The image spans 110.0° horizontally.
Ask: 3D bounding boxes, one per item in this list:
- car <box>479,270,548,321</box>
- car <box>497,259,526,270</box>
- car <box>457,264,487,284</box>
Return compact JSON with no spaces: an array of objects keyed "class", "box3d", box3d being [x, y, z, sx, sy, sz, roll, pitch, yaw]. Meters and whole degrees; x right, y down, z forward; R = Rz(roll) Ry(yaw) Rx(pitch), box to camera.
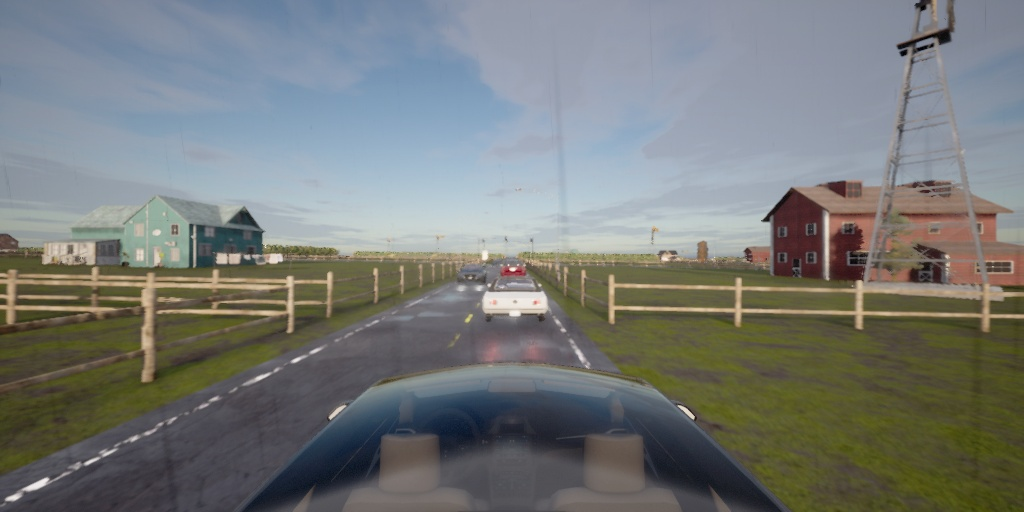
[{"class":"car","box3d":[0.089,1.346,12.397,1.895,1.301,4.718,0,0,0]},{"class":"car","box3d":[0.099,1.090,29.943,2.097,1.767,4.553,0,0,0]},{"class":"car","box3d":[-2.847,1.303,26.512,1.994,1.385,4.181,0,0,0]}]
